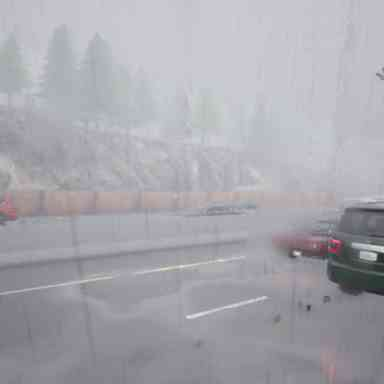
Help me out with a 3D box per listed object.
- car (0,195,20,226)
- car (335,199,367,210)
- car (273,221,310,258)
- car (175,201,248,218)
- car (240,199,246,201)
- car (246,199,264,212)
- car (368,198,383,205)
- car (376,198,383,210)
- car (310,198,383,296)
[{"bbox_3d":[-13.543,1.202,20.128,5.566,2.045,2.150,1,0,-35],"label":"car"},{"bbox_3d":[22.527,1.707,47.021,5.357,1.411,2.033,0,0,-39],"label":"car"},{"bbox_3d":[5.091,1.638,11.668,4.718,1.301,1.895,0,0,-35],"label":"car"},{"bbox_3d":[1.095,1.544,21.971,4.892,1.490,1.837,1,0,-36],"label":"car"},{"bbox_3d":[1.679,1.525,26.706,5.008,1.535,1.882,0,0,-36],"label":"car"},{"bbox_3d":[6.367,1.576,38.863,4.902,1.511,2.128,0,0,-37],"label":"car"},{"bbox_3d":[36.214,1.835,65.072,1.895,1.301,4.718,0,0,43],"label":"car"},{"bbox_3d":[27.946,1.658,46.936,5.008,1.535,1.882,0,1,-41],"label":"car"},{"bbox_3d":[5.377,1.254,7.576,5.566,2.045,2.150,0,0,-35],"label":"car"}]
